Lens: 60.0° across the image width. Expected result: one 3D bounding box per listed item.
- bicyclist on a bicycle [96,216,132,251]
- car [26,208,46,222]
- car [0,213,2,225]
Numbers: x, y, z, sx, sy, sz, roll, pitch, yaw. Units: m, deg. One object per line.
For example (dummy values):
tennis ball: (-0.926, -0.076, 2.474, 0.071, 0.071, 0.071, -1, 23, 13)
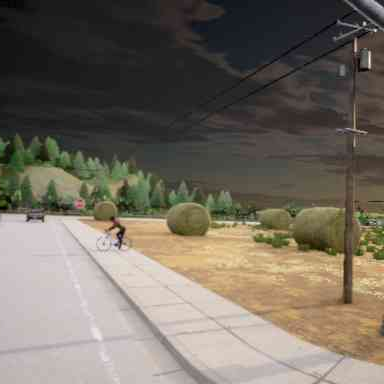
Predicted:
bicyclist on a bicycle: (-3.577, 1.952, 15.467, 1.656, 1.620, 0.582, 4, -3, -24)
car: (-17.973, 2.625, 38.353, 2.128, 1.511, 4.902, 4, -3, -23)
car: (-17.479, 2.124, 28.317, 1.882, 1.535, 5.008, 4, -3, -24)
